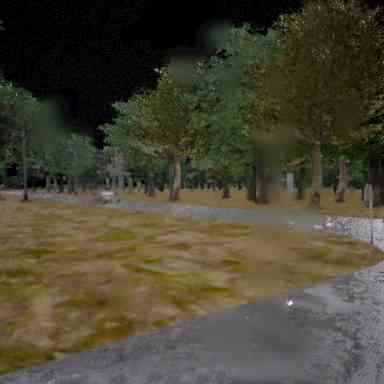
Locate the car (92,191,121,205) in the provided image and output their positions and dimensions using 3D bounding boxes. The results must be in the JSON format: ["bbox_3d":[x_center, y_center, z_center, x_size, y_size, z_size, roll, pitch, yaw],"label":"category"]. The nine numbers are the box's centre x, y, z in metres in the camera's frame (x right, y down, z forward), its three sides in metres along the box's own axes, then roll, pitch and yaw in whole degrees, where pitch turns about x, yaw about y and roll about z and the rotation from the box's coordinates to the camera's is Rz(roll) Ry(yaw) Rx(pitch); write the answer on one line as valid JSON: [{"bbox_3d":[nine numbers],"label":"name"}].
[{"bbox_3d":[-9.770,0.617,37.738,1.812,1.442,4.674,-2,2,-38],"label":"car"}]
